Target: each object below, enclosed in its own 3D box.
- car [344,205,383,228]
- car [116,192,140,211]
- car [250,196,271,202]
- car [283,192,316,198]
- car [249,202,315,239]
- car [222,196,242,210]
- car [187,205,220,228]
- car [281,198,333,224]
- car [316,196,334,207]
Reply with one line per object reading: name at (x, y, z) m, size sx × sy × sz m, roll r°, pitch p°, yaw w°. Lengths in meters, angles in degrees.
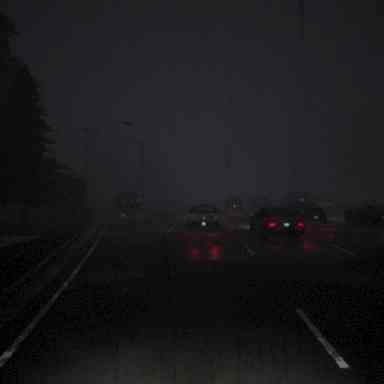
car at (11.210, 1.453, 20.552) m, size 1.895 × 1.301 × 4.718 m, roll 0°, pitch 0°, yaw 1°
car at (-7.151, 1.015, 36.862) m, size 2.150 × 2.045 × 5.566 m, roll 0°, pitch 0°, yaw -18°
car at (8.214, 1.220, 39.967) m, size 1.882 × 1.535 × 5.008 m, roll 0°, pitch 0°, yaw 1°
car at (11.649, 0.972, 37.463) m, size 2.150 × 2.045 × 5.566 m, roll 0°, pitch 0°, yaw 1°
car at (4.108, 1.438, 16.700) m, size 2.033 × 1.411 × 5.357 m, roll 0°, pitch 0°, yaw 1°
car at (4.676, 1.263, 38.546) m, size 1.837 × 1.490 × 4.892 m, roll 0°, pitch 0°, yaw 1°
car at (0.714, 1.474, 20.842) m, size 1.895 × 1.301 × 4.718 m, roll 0°, pitch 0°, yaw 1°
car at (7.757, 1.371, 22.978) m, size 1.812 × 1.442 × 4.674 m, roll 0°, pitch 0°, yaw 1°
car at (15.211, 1.206, 39.775) m, size 1.882 × 1.535 × 5.008 m, roll 0°, pitch 0°, yaw 1°
